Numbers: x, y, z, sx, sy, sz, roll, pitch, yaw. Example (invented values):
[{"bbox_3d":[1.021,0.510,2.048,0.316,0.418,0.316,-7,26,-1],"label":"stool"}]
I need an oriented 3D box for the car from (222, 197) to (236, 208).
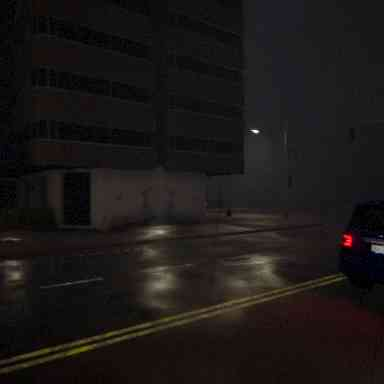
[{"bbox_3d":[4.275,1.506,48.522,2.128,1.511,4.902,0,0,-36],"label":"car"}]

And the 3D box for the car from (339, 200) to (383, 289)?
[{"bbox_3d":[5.820,1.222,7.950,5.566,2.045,2.150,1,0,-35],"label":"car"}]

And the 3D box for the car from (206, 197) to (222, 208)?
[{"bbox_3d":[1.448,1.504,46.458,2.128,1.511,4.902,0,0,-36],"label":"car"}]
